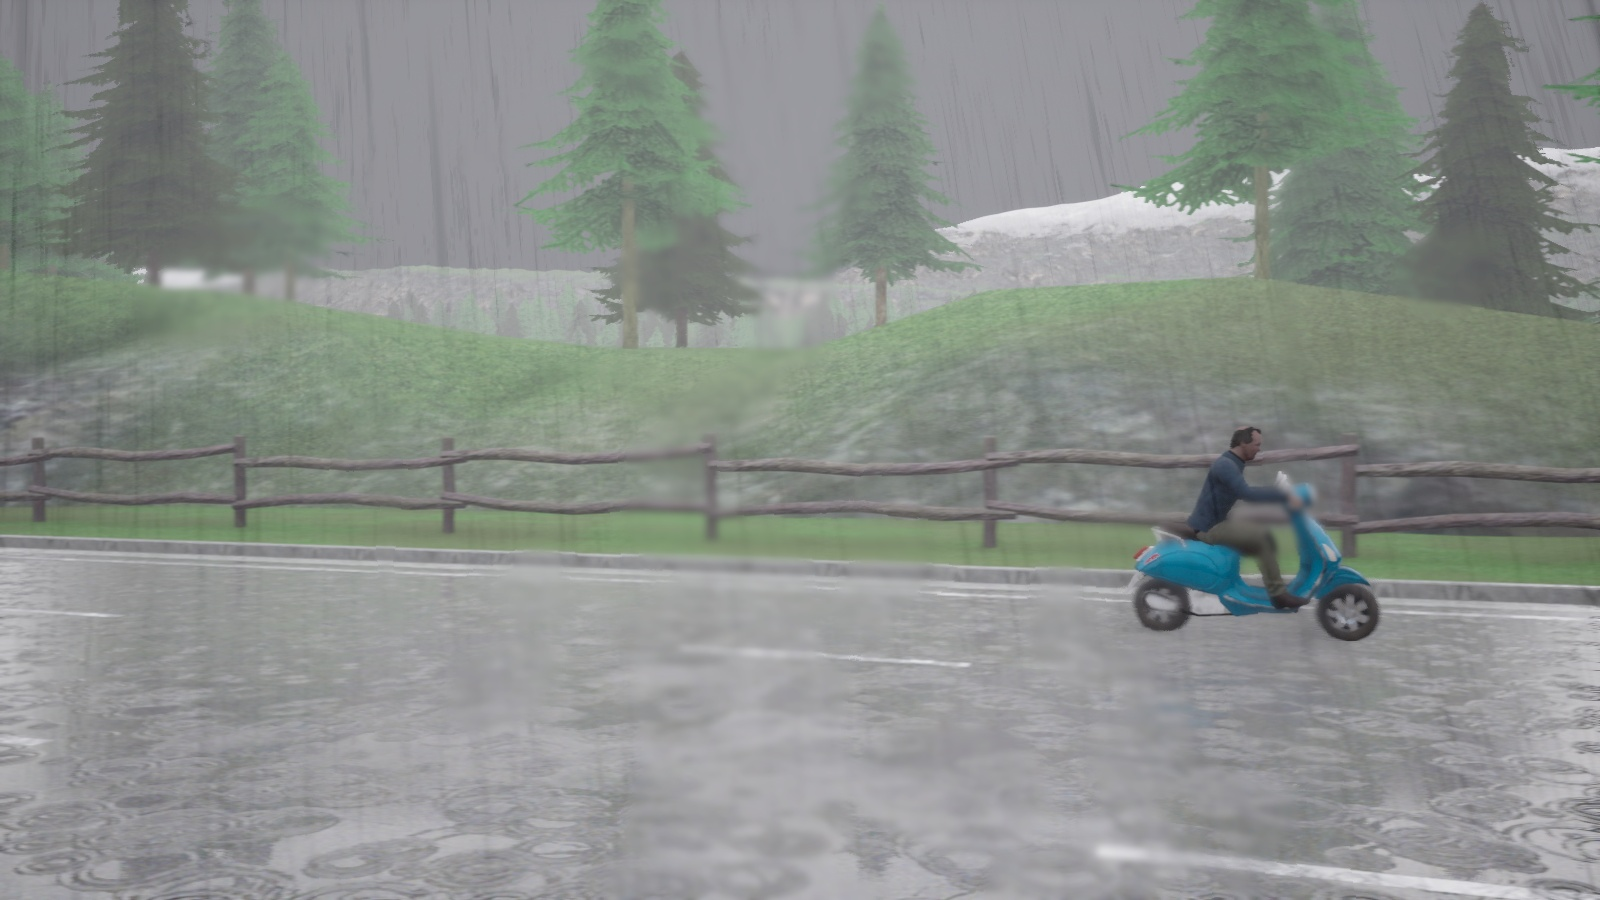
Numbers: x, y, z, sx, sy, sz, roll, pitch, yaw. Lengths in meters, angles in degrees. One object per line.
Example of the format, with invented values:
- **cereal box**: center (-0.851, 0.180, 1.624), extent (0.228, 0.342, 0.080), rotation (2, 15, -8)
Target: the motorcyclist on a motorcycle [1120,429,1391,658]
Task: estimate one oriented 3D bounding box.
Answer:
- **motorcyclist on a motorcycle**: center (3.382, 0.641, 9.440), extent (1.817, 1.590, 0.866), rotation (1, 1, 19)
